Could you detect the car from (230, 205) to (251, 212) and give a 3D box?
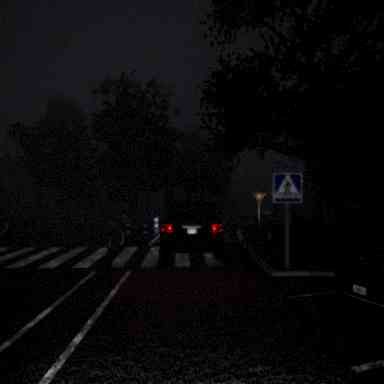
[{"bbox_3d":[11.204,3.868,77.167,4.902,1.511,2.128,0,-1,31],"label":"car"}]

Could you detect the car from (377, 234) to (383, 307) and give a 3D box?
[{"bbox_3d":[5.347,1.268,3.923,5.566,2.045,2.435,1,-1,-21],"label":"car"}]

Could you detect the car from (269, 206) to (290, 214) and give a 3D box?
[{"bbox_3d":[18.206,3.756,69.297,1.837,1.490,4.892,0,-1,-32],"label":"car"}]

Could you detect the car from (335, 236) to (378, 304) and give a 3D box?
[{"bbox_3d":[5.289,1.540,6.881,4.892,1.521,2.231,1,-1,-21],"label":"car"}]

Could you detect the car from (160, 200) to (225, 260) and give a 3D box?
[{"bbox_3d":[0.060,1.313,12.930,2.150,2.045,5.566,0,0,1],"label":"car"}]
